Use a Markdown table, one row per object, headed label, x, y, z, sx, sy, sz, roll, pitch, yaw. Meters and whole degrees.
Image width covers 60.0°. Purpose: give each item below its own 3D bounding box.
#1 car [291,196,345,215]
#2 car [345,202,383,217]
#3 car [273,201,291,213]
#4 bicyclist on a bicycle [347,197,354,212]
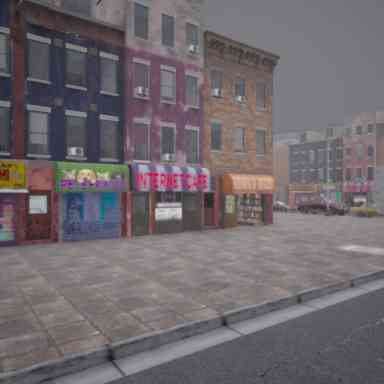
| label | x | y | z | sx | sy | sz | roll | pitch | yaw |
| --- | --- | --- | --- | --- | --- | --- | --- | --- | --- |
| car | 12.973 | 1.376 | 33.409 | 2.192 | 1.841 | 5.009 | 0 | 0 | -35 |
| car | 16.236 | 1.571 | 28.831 | 1.752 | 1.417 | 4.829 | 0 | 0 | -35 |
| car | 9.809 | 1.657 | 37.849 | 1.802 | 1.307 | 4.206 | 0 | 0 | -35 |
| bicyclist on a bicycle | 17.529 | 1.372 | 36.747 | 1.656 | 1.620 | 0.582 | 0 | 0 | -35 |
